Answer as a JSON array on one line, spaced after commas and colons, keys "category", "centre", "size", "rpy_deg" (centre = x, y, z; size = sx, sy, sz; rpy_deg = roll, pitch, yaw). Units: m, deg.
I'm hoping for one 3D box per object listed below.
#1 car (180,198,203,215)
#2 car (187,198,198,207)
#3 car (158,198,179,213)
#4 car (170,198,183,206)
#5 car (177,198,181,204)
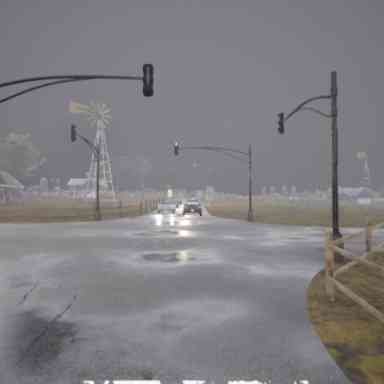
[{"category": "car", "centre": [0.052, 1.602, 34.389], "size": [1.812, 1.442, 4.674], "rpy_deg": [0, 0, 0]}, {"category": "car", "centre": [0.068, 1.721, 57.678], "size": [1.812, 1.442, 4.674], "rpy_deg": [0, 0, 0]}, {"category": "car", "centre": [-2.863, 1.695, 38.384], "size": [1.895, 1.301, 4.718], "rpy_deg": [0, 0, 0]}, {"category": "car", "centre": [-2.822, 1.767, 61.682], "size": [2.033, 1.411, 5.357], "rpy_deg": [0, 0, 1]}, {"category": "car", "centre": [-2.857, 1.649, 48.767], "size": [1.837, 1.490, 4.892], "rpy_deg": [0, 0, 0]}]
